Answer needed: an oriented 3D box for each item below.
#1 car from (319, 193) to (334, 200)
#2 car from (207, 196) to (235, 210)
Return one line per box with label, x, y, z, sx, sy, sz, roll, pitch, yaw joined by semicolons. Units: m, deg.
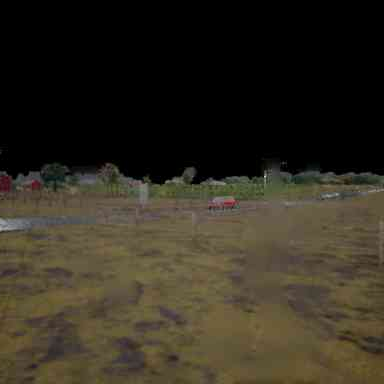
car;35.391;1.289;88.195;2.097;1.767;4.553;-1;1;36
car;4.576;1.680;51.500;2.150;2.045;5.566;-1;-1;36
